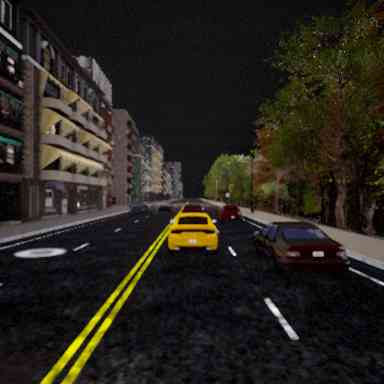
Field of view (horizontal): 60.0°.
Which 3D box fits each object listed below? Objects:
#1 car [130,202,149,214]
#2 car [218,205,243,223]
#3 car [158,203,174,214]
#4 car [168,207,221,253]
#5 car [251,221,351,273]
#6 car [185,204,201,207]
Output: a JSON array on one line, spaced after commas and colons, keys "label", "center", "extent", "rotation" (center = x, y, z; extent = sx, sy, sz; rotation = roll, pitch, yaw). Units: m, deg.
[{"label": "car", "center": [-6.616, 2.042, 42.382], "extent": [2.033, 1.411, 5.357], "rotation": [0, -1, 0]}, {"label": "car", "center": [3.303, 1.862, 28.960], "extent": [1.812, 1.442, 4.674], "rotation": [0, 0, 1]}, {"label": "car", "center": [-3.355, 2.104, 43.117], "extent": [1.895, 1.301, 4.718], "rotation": [0, -1, 0]}, {"label": "car", "center": [0.060, 1.646, 14.530], "extent": [1.882, 1.535, 5.008], "rotation": [0, 0, 1]}, {"label": "car", "center": [3.277, 1.676, 11.095], "extent": [2.033, 1.411, 5.357], "rotation": [0, -1, 0]}, {"label": "car", "center": [0.058, 1.821, 29.530], "extent": [1.882, 1.535, 5.008], "rotation": [0, 0, 0]}]
